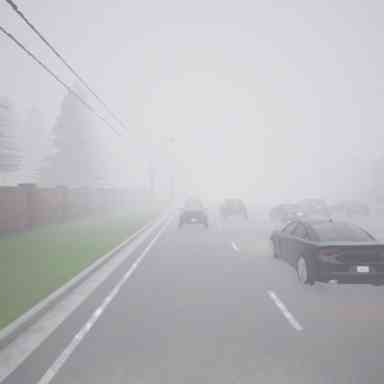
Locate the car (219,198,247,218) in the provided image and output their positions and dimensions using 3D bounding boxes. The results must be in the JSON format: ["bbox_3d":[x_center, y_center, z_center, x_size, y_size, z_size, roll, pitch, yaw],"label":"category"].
[{"bbox_3d":[3.613,1.338,29.866,2.097,1.767,4.553,0,0,0],"label":"car"}]

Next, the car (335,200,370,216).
[{"bbox_3d":[14.114,1.477,30.106,2.128,1.511,4.902,0,0,0],"label":"car"}]

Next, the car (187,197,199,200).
[{"bbox_3d":[0.119,1.332,40.988,2.097,1.767,4.553,0,0,0],"label":"car"}]

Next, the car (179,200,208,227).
[{"bbox_3d":[0.106,1.515,22.303,1.812,1.442,4.674,0,0,0],"label":"car"}]

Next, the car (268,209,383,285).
[{"bbox_3d":[3.604,1.473,9.481,1.882,1.535,5.008,0,0,0],"label":"car"}]

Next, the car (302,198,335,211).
[{"bbox_3d":[10.614,1.338,29.861,2.097,1.767,4.553,0,0,0],"label":"car"}]

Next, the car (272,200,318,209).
[{"bbox_3d":[7.112,1.536,24.604,2.033,1.411,5.357,0,0,0],"label":"car"}]
